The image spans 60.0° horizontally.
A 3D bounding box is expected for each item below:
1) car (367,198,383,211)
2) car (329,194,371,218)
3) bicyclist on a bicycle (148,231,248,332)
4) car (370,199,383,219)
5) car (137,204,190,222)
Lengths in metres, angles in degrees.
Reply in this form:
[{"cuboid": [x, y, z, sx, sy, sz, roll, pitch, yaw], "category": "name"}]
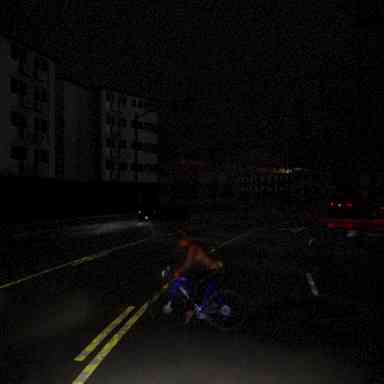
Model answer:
[{"cuboid": [23.281, 1.546, 41.601, 1.994, 1.385, 4.181, 0, 0, 22], "category": "car"}, {"cuboid": [14.490, 1.221, 30.379, 2.150, 2.045, 5.566, 0, 0, 44], "category": "car"}, {"cuboid": [0.056, 1.455, 5.410, 1.656, 1.620, 0.582, -2, 0, 10], "category": "bicyclist on a bicycle"}, {"cuboid": [17.200, 1.491, 28.157, 2.128, 1.511, 4.902, 0, 0, 44], "category": "car"}, {"cuboid": [-2.157, 1.601, 26.435, 1.895, 1.301, 4.718, 0, 0, 33], "category": "car"}]
